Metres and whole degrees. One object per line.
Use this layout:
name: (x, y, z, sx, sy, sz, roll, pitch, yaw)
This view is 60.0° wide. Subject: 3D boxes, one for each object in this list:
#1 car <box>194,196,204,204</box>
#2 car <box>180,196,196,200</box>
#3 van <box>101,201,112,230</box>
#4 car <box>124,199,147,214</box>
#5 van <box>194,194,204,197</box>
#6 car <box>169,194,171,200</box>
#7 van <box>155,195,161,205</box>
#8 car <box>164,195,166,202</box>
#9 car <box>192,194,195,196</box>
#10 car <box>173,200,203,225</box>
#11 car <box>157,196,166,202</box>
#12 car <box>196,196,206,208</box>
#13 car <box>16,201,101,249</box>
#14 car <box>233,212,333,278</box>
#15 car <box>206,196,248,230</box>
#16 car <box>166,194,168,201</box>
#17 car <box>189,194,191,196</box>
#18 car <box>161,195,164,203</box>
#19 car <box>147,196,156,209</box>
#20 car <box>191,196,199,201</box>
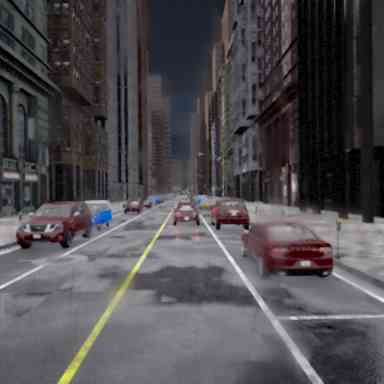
car: (1.281, 1.647, 66.489, 1.752, 1.417, 4.829, -1, 0, -1)
car: (-0.812, 1.593, 41.720, 1.837, 1.490, 4.892, -1, 0, -1)
van: (-6.198, 1.444, 21.029, 1.690, 1.788, 3.998, -1, 0, -1)
car: (-6.586, 1.686, 37.935, 1.887, 1.381, 4.507, -1, 0, -1)
van: (1.672, 1.417, 49.415, 1.690, 1.788, 3.998, -1, 0, -1)
car: (-7.890, 1.730, 94.287, 1.967, 1.590, 4.097, -1, 0, -1)
van: (-7.110, 1.540, 60.476, 1.690, 1.788, 3.998, -1, 0, -1)
car: (-7.367, 1.795, 71.746, 1.947, 1.339, 4.313, -1, 0, -1)
car: (1.413, 1.546, 60.684, 1.967, 1.590, 4.097, -1, 0, -1)
car: (-0.412, 1.570, 24.304, 1.812, 1.442, 4.674, -1, 0, -2)
car: (-7.628, 1.804, 83.016, 1.887, 1.381, 4.507, -1, 0, -1)
car: (1.801, 1.587, 43.950, 1.752, 1.417, 4.829, -1, 0, -1)
car: (-6.068, 1.406, 15.394, 2.192, 1.841, 5.009, -1, 0, -1)
car: (2.587, 1.532, 9.971, 1.887, 1.381, 4.507, -1, 0, -1)
car: (2.323, 1.324, 21.241, 2.192, 1.841, 5.009, -1, 0, -1)
car: (-7.501, 1.559, 77.381, 2.192, 1.841, 5.009, -1, 0, -1)
car: (0.893, 1.606, 83.223, 1.967, 1.590, 4.097, -1, 0, -1)
car: (-7.237, 1.780, 66.110, 1.947, 1.339, 4.313, -1, 0, -1)
car: (-6.846, 1.736, 49.205, 1.947, 1.339, 4.313, -1, 0, -1)
car: (0.764, 1.747, 88.858, 1.947, 1.339, 4.313, -1, 0, -1)
